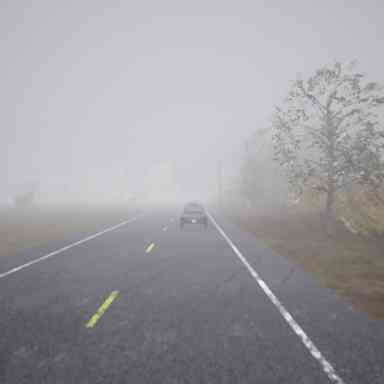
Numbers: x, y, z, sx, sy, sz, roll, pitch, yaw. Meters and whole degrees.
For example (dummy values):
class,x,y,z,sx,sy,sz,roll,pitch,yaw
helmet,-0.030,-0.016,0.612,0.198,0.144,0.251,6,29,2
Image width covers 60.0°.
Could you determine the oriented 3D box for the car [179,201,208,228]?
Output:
class,x,y,z,sx,sy,sz,roll,pitch,yaw
car,0.114,1.629,23.365,2.128,1.511,4.902,0,0,0
